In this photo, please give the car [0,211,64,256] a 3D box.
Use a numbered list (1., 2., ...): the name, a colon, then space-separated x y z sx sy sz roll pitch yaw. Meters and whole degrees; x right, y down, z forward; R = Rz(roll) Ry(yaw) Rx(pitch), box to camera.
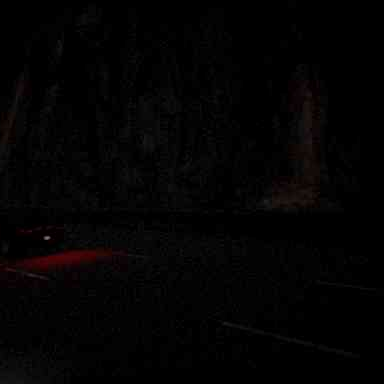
1. car: -7.240 1.531 13.423 5.008 1.535 1.882 -1 0 35
